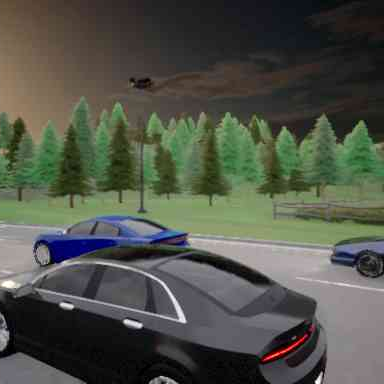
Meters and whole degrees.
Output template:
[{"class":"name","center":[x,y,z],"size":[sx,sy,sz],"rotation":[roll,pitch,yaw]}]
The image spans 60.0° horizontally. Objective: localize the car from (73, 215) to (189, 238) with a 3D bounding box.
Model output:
[{"class":"car","center":[-2.413,1.404,9.473],"size":[5.008,1.535,1.882],"rotation":[0,0,31]}]

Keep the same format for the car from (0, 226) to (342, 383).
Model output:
[{"class":"car","center":[-0.869,1.469,4.377],"size":[4.892,1.490,1.837],"rotation":[0,0,33]}]

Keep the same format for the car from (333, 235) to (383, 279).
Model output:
[{"class":"car","center":[6.294,1.471,8.059],"size":[5.357,1.411,2.033],"rotation":[0,1,35]}]
